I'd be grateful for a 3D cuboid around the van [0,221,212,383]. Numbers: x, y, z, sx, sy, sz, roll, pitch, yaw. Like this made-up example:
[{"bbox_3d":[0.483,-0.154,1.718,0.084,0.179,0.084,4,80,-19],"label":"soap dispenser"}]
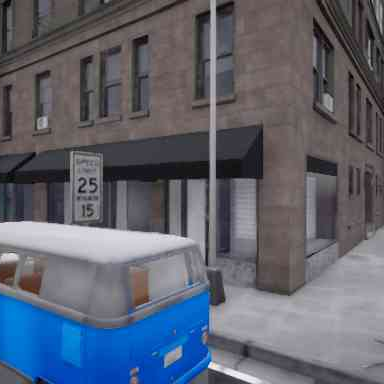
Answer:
[{"bbox_3d":[-1.685,1.339,4.276,3.998,1.788,1.690,0,0,36],"label":"van"}]
